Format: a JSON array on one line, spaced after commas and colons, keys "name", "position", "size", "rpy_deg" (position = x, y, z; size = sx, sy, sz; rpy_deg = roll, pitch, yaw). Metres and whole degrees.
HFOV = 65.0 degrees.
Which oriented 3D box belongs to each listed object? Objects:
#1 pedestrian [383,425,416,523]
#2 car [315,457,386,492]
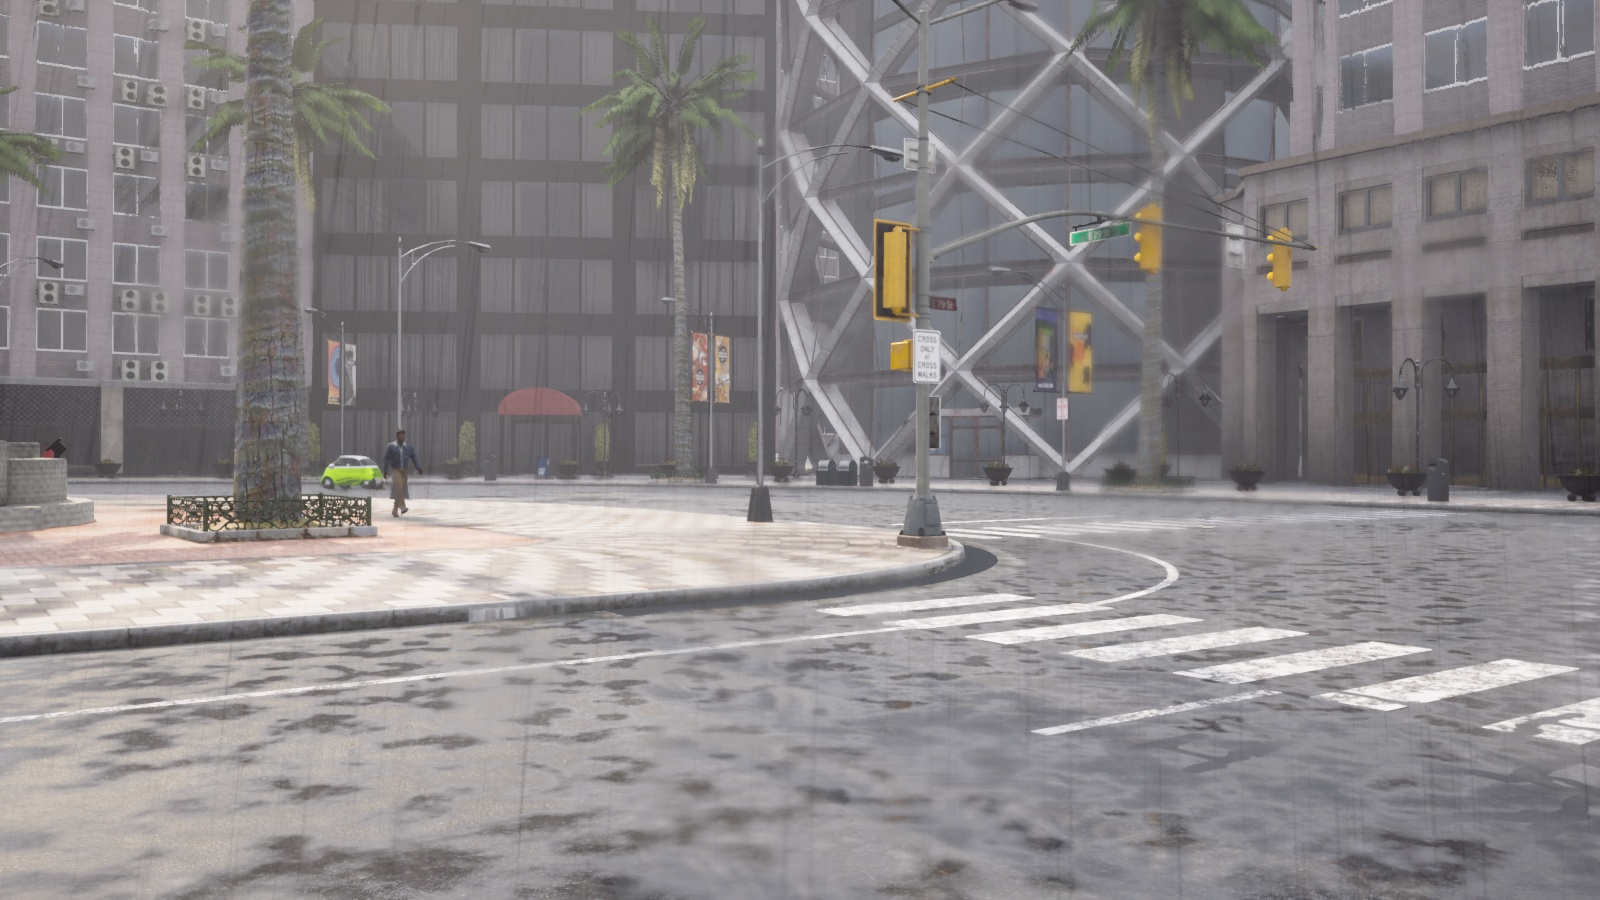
[{"name": "pedestrian", "position": [-8.156, 0.481, 25.572], "size": [0.423, 1.949, 0.788], "rpy_deg": [0, 0, -36]}, {"name": "car", "position": [-17.899, 0.960, 50.064], "size": [2.207, 1.376, 1.481], "rpy_deg": [0, 0, 10]}]
